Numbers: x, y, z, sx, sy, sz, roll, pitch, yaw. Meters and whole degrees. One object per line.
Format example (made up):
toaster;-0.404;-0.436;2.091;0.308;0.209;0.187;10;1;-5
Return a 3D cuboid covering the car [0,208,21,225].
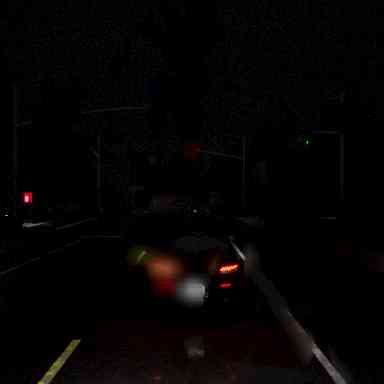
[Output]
car;-14.100;1.578;22.832;4.181;1.385;1.994;0;0;0

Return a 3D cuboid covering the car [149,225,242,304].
car;0.085;1.526;8.048;1.812;1.442;4.674;0;0;0

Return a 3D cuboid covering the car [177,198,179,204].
car;-3.513;1.526;52.181;1.812;1.442;4.674;0;0;0

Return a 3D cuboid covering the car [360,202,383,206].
car;15.583;1.528;28.601;5.357;1.411;2.033;0;0;-6

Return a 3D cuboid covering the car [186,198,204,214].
car;0.329;1.601;35.516;1.895;1.301;4.718;0;0;0

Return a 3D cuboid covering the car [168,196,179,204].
car;-3.469;1.526;62.259;1.812;1.442;4.674;0;0;1

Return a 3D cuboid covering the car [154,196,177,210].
car;-3.527;1.352;42.348;2.097;1.767;4.553;0;0;2

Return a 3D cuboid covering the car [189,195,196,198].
car;0.123;1.525;80.842;2.128;1.511;4.902;0;0;0
